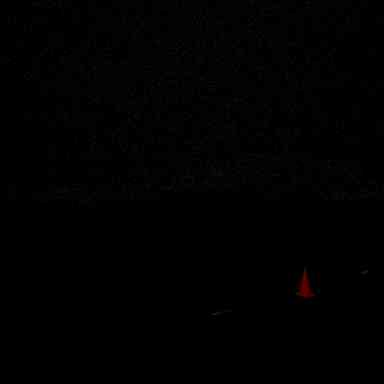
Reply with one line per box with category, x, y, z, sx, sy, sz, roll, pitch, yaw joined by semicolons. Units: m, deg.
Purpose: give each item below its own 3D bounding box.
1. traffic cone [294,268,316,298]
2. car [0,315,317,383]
traffic cone;2.468;1.950;7.258;0.340;0.580;0.340;0;0;-35
car;-1.299;1.601;1.654;4.718;1.301;1.895;0;0;-36
